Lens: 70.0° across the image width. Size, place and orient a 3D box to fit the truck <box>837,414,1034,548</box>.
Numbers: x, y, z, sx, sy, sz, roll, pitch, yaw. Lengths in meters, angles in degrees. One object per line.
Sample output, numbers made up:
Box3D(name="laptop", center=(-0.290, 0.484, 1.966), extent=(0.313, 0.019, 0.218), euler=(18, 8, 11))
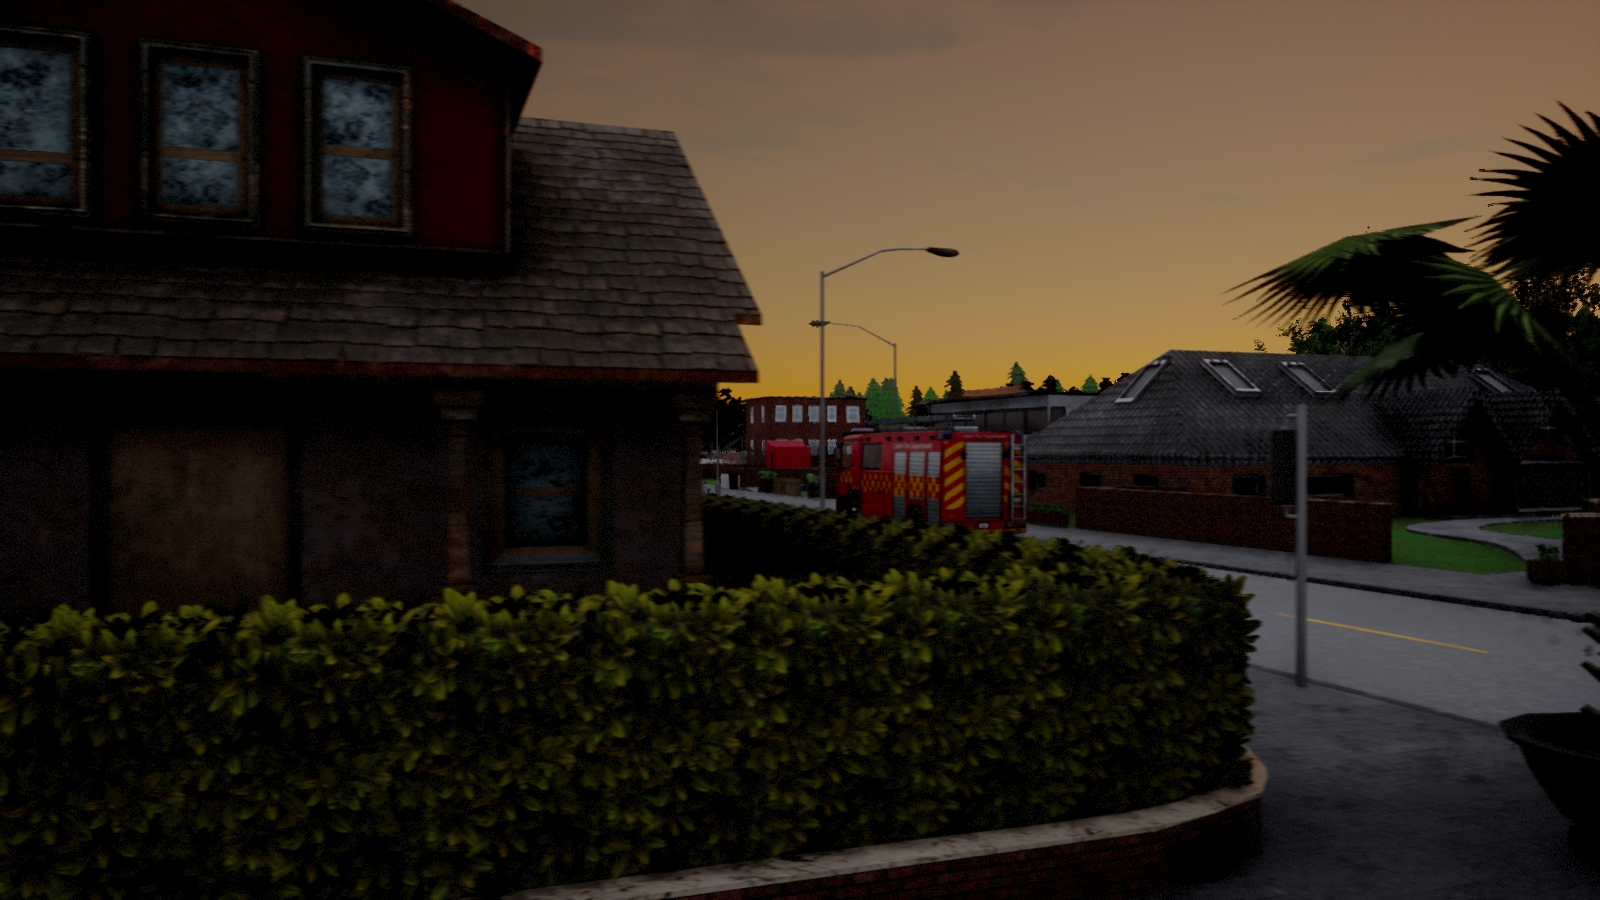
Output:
Box3D(name="truck", center=(4.097, 0.887, 37.174), extent=(2.891, 3.827, 8.468), euler=(0, 0, -20))
